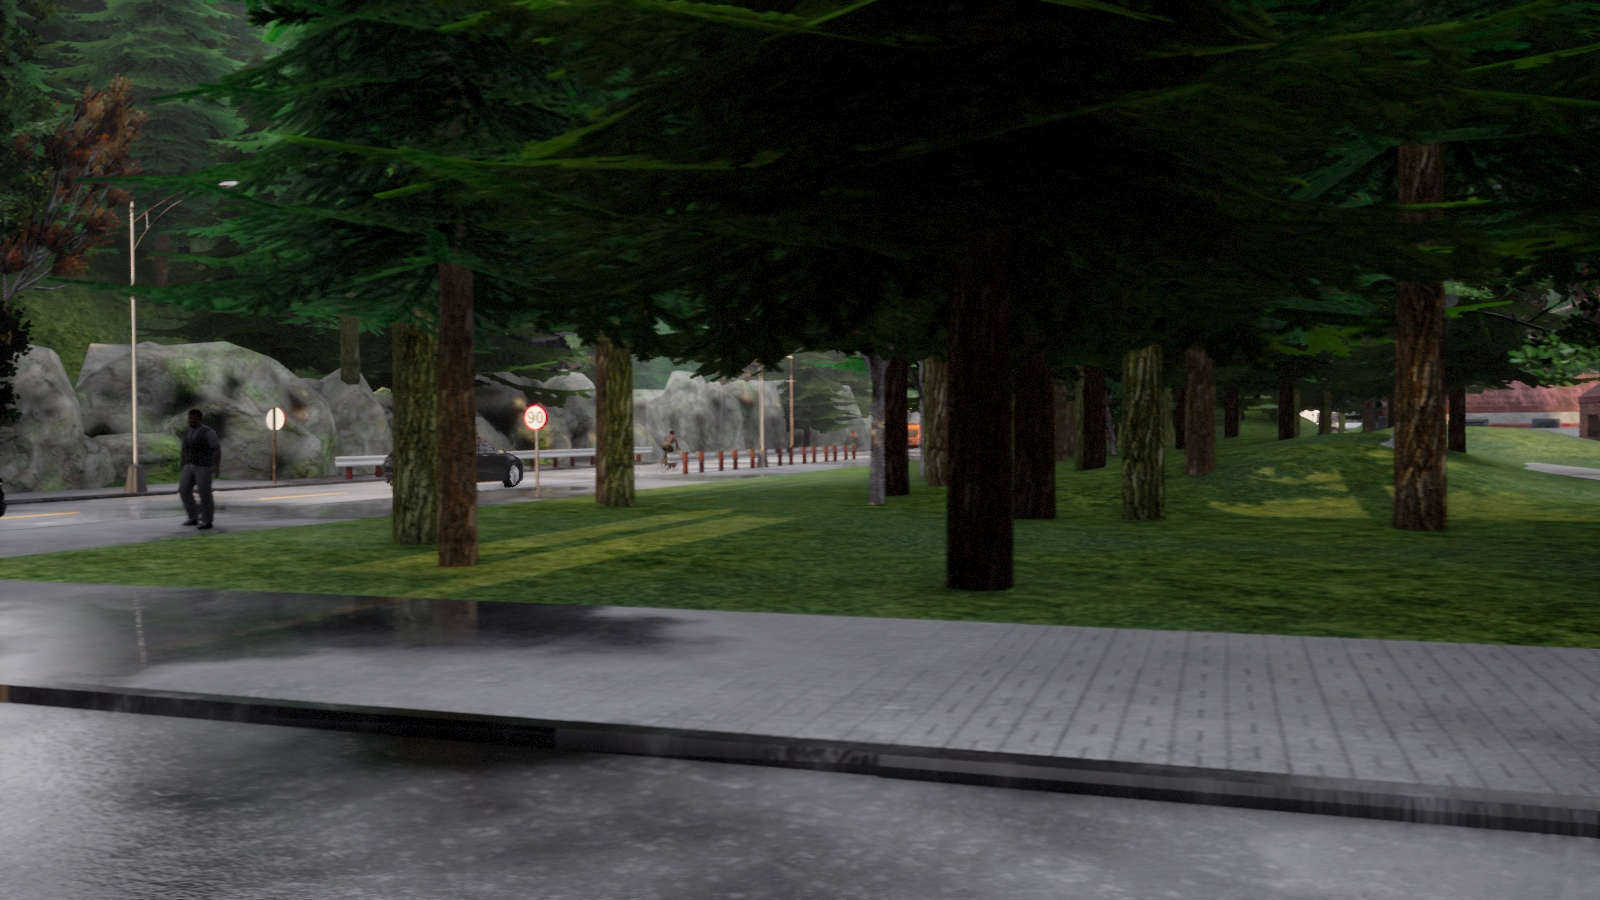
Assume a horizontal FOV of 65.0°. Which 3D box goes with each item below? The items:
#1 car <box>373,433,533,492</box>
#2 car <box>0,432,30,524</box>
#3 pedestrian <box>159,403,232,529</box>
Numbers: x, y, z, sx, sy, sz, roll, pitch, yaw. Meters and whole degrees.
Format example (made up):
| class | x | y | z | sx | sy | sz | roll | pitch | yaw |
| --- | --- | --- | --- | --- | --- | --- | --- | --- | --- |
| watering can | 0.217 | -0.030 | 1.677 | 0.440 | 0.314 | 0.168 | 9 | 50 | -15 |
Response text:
| class | x | y | z | sx | sy | sz | roll | pitch | yaw |
| --- | --- | --- | --- | --- | --- | --- | --- | --- | --- |
| car | -9.491 | 0.287 | 34.814 | 1.837 | 1.490 | 4.892 | 0 | 1 | 18 |
| car | -14.655 | 0.490 | 19.228 | 1.882 | 1.535 | 5.008 | 0 | 1 | 13 |
| pedestrian | -9.264 | 0.229 | 19.257 | 0.563 | 1.883 | 0.849 | 0 | 1 | 18 |
